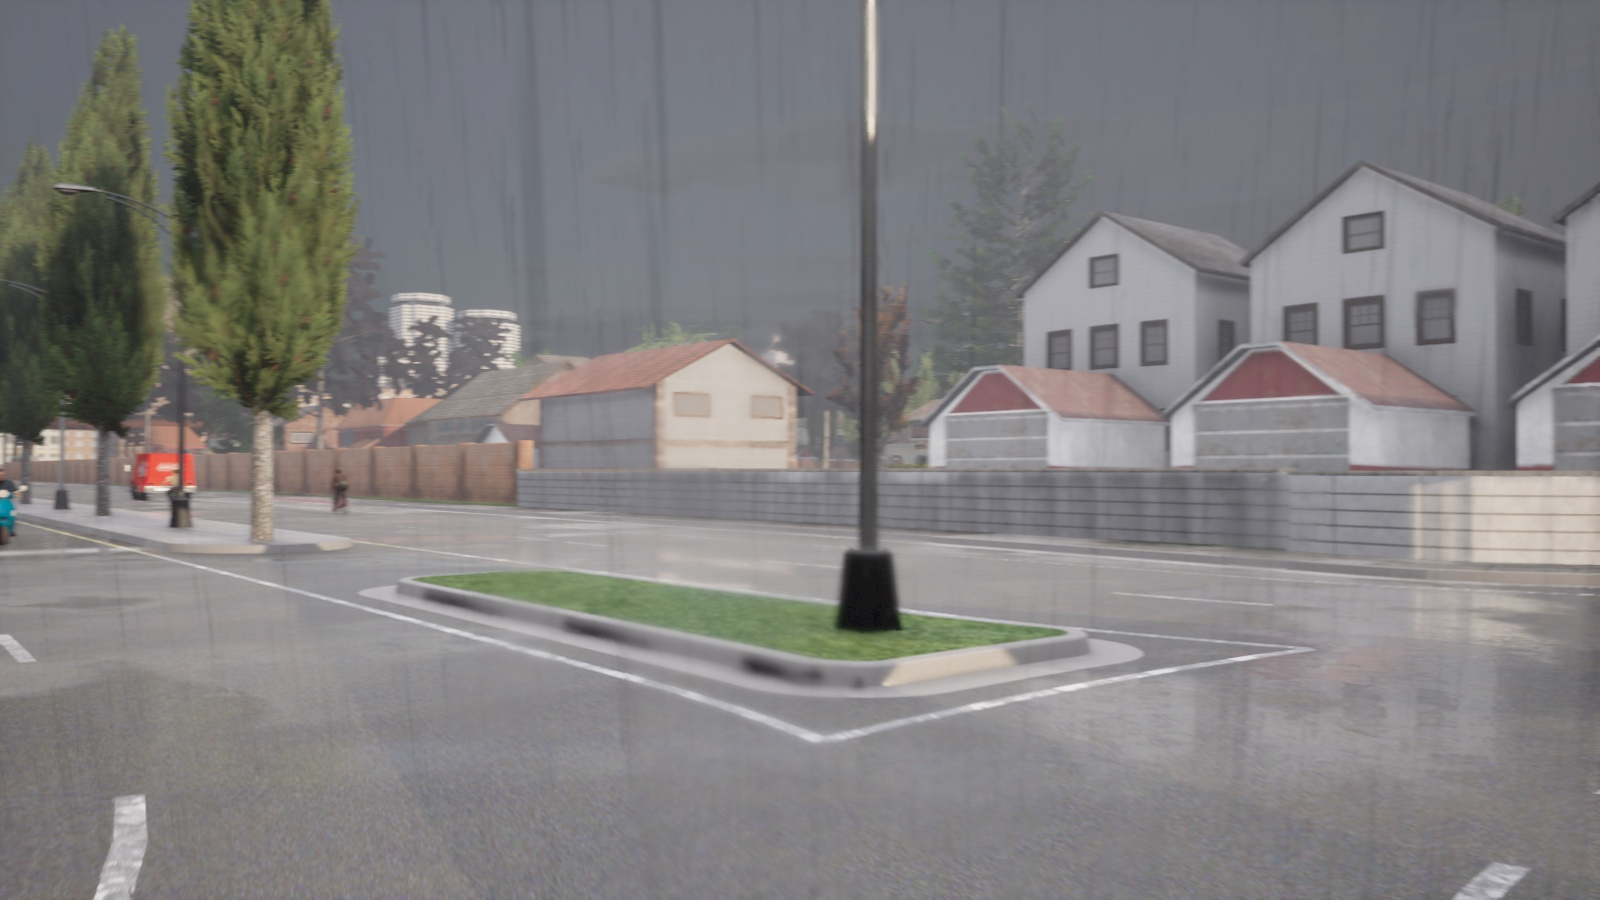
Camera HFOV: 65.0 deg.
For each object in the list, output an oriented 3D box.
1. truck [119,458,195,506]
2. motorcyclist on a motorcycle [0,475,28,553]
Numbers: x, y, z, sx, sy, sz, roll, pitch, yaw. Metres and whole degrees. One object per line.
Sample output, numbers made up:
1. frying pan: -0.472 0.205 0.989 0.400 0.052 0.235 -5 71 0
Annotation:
1. truck: -34.191 1.680 66.697 2.627 2.467 5.204 0 -1 -38
2. motorcyclist on a motorcycle: -16.915 1.328 26.490 0.866 1.590 1.817 0 -1 -38
